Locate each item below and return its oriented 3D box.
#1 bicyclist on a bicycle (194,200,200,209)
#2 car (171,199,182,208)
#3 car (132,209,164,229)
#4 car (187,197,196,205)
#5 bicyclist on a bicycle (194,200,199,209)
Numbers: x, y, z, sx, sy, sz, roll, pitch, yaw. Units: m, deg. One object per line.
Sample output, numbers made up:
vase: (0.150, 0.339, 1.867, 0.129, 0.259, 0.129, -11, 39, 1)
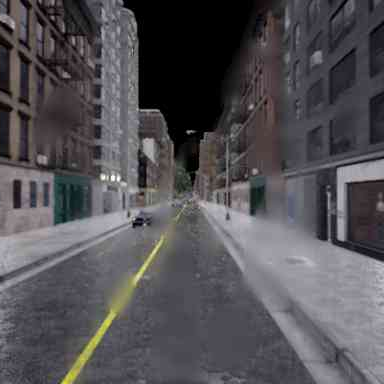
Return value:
bicyclist on a bicycle: (0.779, 2.039, 49.902, 0.866, 1.612, 1.509, 0, -1, 0)
car: (-3.065, 2.145, 65.530, 2.097, 1.767, 4.553, 0, -1, 0)
car: (-3.120, 1.894, 24.234, 1.895, 1.301, 4.718, 0, -1, 0)
car: (-0.065, 2.392, 77.763, 1.812, 1.442, 4.674, 0, -1, 0)
bicyclist on a bicycle: (0.771, 2.148, 58.901, 0.866, 1.612, 1.509, 0, -1, 0)
